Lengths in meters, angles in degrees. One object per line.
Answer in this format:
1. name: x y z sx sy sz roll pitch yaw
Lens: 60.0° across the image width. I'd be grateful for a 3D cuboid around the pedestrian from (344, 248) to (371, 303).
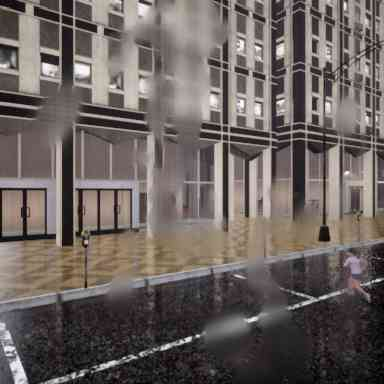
1. pedestrian: 3.474 1.674 7.031 0.500 1.100 0.500 0 0 -37
